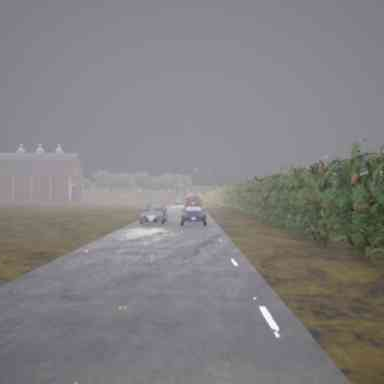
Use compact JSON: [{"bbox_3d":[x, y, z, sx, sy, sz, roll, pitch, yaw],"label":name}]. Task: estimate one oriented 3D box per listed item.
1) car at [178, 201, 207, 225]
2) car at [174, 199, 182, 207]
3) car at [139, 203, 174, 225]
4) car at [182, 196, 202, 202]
[{"bbox_3d":[0.122,1.680,25.225,1.812,1.442,4.674,0,-1,0],"label":"car"},{"bbox_3d":[-2.711,2.204,67.803,1.994,1.385,4.181,0,-1,0],"label":"car"},{"bbox_3d":[-2.832,1.648,25.501,2.128,1.511,4.902,0,-1,0],"label":"car"},{"bbox_3d":[0.114,1.540,42.620,2.150,2.045,5.566,0,-1,0],"label":"car"}]
